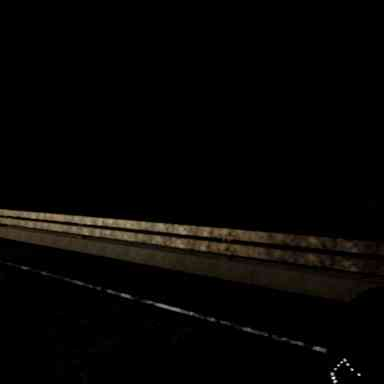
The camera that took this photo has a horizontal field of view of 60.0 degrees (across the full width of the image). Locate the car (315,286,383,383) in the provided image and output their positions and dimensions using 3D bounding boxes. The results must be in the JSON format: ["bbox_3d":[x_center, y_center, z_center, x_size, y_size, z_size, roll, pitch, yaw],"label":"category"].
[{"bbox_3d":[3.506,1.246,1.492,5.566,2.045,2.150,1,1,35],"label":"car"}]
